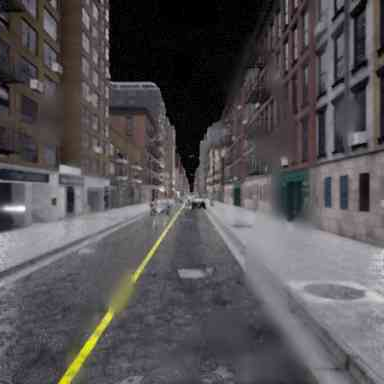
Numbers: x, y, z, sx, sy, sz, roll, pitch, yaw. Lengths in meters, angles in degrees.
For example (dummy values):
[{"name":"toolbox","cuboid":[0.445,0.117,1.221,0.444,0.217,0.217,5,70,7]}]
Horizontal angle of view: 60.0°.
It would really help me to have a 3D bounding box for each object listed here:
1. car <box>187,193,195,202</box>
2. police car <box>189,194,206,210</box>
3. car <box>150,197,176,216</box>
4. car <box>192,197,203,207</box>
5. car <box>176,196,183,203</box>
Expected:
[{"name":"car","cuboid":[-0.028,1.267,80.644,2.150,2.045,5.566,0,0,0]},{"name":"police car","cuboid":[0.885,1.503,45.162,1.930,1.638,5.238,0,0,0]},{"name":"car","cuboid":[-3.099,1.541,33.528,2.128,1.511,4.902,0,0,0]},{"name":"car","cuboid":[0.882,1.634,55.053,1.812,1.442,4.674,0,0,0]},{"name":"car","cuboid":[-3.026,1.689,74.935,1.812,1.442,4.674,0,0,0]}]
